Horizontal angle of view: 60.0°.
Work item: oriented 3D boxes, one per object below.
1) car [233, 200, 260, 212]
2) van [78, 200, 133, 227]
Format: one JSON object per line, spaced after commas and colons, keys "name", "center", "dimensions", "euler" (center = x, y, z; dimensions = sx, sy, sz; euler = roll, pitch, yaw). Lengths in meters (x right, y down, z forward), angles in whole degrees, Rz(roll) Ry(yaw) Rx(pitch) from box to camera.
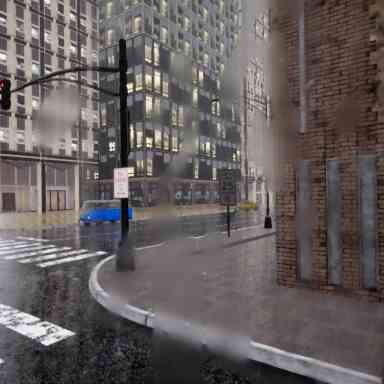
{"name": "car", "center": [6.805, 1.689, 41.409], "dimensions": [1.752, 1.417, 4.829], "euler": [-2, -1, 36]}
{"name": "van", "center": [-6.031, 1.460, 23.500], "dimensions": [1.690, 1.788, 3.998], "euler": [-2, -1, 36]}
